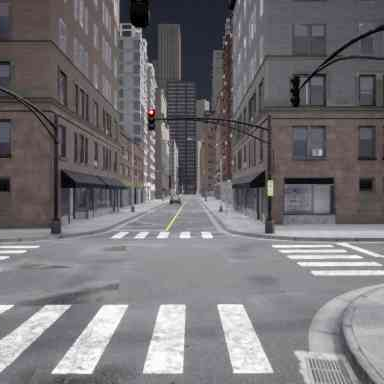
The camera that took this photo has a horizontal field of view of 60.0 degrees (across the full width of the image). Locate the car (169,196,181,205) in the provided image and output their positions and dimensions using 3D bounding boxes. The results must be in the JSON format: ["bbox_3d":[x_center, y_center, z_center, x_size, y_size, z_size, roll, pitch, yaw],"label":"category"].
[{"bbox_3d":[-2.977,1.458,59.647,1.882,1.535,5.008,0,0,0],"label":"car"}]
